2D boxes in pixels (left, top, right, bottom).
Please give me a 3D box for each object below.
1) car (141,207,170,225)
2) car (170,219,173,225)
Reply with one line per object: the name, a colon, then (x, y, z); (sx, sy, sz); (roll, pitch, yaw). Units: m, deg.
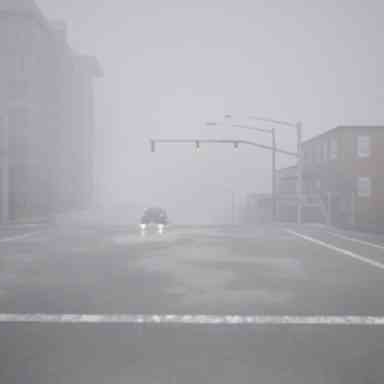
car: (-3.589, 2.255, 32.088); (2.097, 1.767, 4.553); (0, -5, 0)
car: (-3.584, 3.898, 42.137); (2.097, 1.767, 4.553); (0, -13, 0)
